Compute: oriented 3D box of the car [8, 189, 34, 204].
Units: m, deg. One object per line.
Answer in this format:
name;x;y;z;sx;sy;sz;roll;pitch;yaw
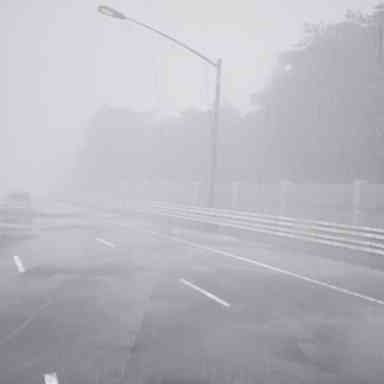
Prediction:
car;-19.600;0.452;37.620;1.882;1.535;5.008;3;0;-34
